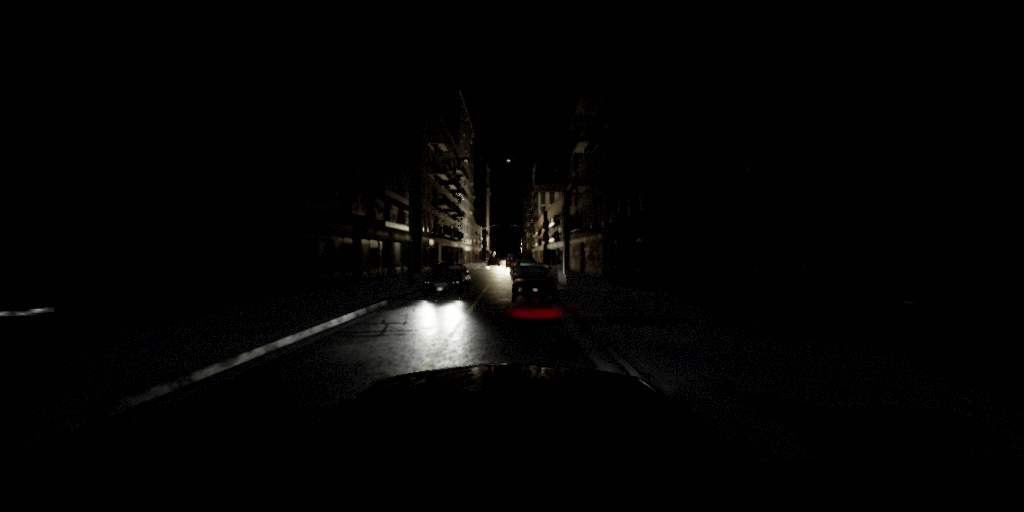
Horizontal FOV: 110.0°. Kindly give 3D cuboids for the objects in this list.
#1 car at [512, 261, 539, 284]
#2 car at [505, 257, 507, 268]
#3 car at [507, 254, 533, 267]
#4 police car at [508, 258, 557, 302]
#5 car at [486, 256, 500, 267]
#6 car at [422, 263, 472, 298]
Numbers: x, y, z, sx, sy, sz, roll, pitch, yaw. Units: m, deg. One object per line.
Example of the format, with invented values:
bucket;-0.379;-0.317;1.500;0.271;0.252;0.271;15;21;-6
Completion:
car;0.902;1.130;26.323;1.812;1.442;4.674;0;0;0
car;0.006;1.107;52.289;1.895;1.301;4.718;0;0;0
car;0.903;0.800;32.352;2.150;2.045;5.566;0;0;0
police car;0.901;1.083;16.432;1.930;1.638;5.238;0;0;0
car;-3.043;0.841;59.254;2.097;1.767;4.553;0;0;1
car;-3.098;1.141;17.871;2.128;1.511;4.902;0;0;0
